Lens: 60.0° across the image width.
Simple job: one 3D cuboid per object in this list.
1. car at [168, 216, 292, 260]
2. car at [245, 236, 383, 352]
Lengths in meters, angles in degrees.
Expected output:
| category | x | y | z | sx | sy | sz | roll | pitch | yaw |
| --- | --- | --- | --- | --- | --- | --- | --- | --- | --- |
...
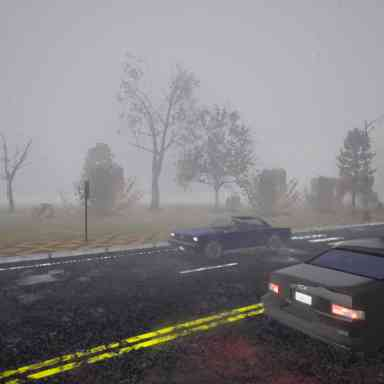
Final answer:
| category | x | y | z | sx | sy | sz | roll | pitch | yaw |
| --- | --- | --- | --- | --- | --- | --- | --- | --- | --- |
| car | 1.495 | 1.599 | 12.513 | 4.718 | 1.301 | 1.895 | 0 | 0 | -34 |
| car | 3.734 | 1.546 | 5.979 | 5.357 | 1.411 | 2.033 | 0 | 0 | -31 |
